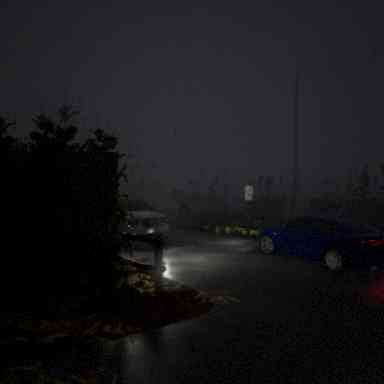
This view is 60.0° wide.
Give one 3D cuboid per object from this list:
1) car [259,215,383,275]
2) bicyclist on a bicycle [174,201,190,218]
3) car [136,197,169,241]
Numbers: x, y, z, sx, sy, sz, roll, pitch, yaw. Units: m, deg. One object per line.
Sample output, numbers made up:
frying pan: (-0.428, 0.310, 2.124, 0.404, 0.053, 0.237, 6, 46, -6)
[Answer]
car: (4.132, 1.467, 10.721, 1.882, 1.535, 5.008, 1, -1, -24)
bicyclist on a bicycle: (-0.566, 1.439, 22.972, 1.656, 1.620, 0.582, 0, 0, -36)
car: (-3.229, 1.214, 15.540, 2.150, 2.045, 5.566, 0, 0, -36)
